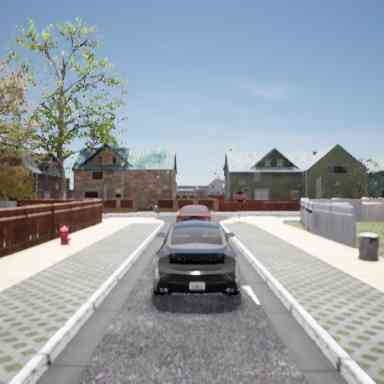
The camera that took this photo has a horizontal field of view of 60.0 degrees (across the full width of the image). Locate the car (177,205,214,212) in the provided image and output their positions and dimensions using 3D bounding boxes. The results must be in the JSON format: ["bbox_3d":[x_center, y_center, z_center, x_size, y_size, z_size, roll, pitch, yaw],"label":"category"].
[{"bbox_3d":[0.174,1.466,18.416,1.882,1.535,5.008,0,0,3],"label":"car"}]

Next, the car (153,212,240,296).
[{"bbox_3d":[0.096,1.500,8.633,1.837,1.490,4.892,0,0,0],"label":"car"}]
